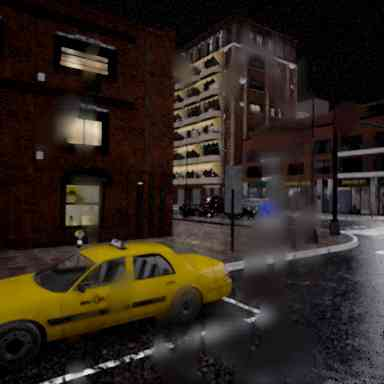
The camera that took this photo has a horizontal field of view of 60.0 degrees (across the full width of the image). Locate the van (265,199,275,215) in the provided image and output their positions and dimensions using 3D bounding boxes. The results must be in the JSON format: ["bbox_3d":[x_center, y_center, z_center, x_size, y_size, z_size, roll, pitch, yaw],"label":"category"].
[{"bbox_3d":[7.219,1.652,36.705,1.690,1.788,3.998,1,-1,-35],"label":"van"}]

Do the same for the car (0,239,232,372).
[{"bbox_3d":[-1.509,1.526,5.632,4.829,1.417,1.752,0,1,-35],"label":"car"}]

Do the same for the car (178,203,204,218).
[{"bbox_3d":[0.320,1.729,31.946,1.947,1.339,4.313,1,-1,-35],"label":"car"}]

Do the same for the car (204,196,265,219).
[{"bbox_3d":[3.871,1.406,31.384,2.150,2.045,5.566,1,-1,-35],"label":"car"}]
